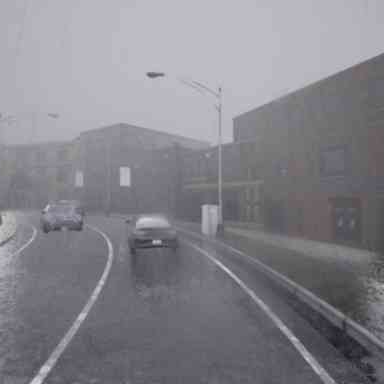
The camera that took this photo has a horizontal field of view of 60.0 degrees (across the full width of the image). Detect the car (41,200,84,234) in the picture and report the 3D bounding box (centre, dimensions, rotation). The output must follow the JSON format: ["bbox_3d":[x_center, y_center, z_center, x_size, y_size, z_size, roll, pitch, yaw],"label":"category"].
[{"bbox_3d":[-8.030,1.462,20.384,2.097,1.767,4.553,1,0,-27],"label":"car"}]

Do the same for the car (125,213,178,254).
[{"bbox_3d":[-1.779,1.623,14.021,1.812,1.442,4.674,1,0,-13],"label":"car"}]

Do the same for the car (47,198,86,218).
[{"bbox_3d":[-12.645,1.542,33.446,2.097,1.767,4.553,1,-1,-42],"label":"car"}]
